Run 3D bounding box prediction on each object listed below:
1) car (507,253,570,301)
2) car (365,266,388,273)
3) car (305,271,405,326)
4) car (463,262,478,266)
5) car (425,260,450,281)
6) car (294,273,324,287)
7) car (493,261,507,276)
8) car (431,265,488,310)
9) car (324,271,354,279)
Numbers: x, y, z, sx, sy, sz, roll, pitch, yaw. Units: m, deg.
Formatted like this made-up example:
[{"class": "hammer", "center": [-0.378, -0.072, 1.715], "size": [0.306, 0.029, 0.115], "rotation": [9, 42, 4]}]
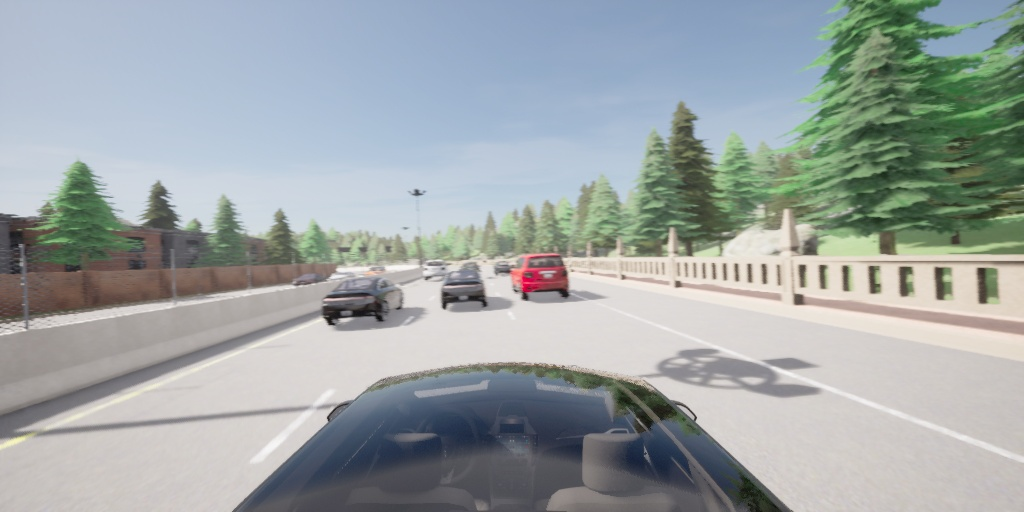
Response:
[{"class": "car", "center": [1.241, 0.933, 17.601], "size": [2.150, 2.045, 5.566], "rotation": [-3, 0, -6]}, {"class": "car", "center": [-15.189, 2.003, 40.186], "size": [2.097, 1.767, 4.553], "rotation": [-3, 0, -6]}, {"class": "car", "center": [-5.348, 1.552, 13.427], "size": [2.128, 1.511, 4.902], "rotation": [-3, 0, -6]}, {"class": "car", "center": [-4.112, 1.384, 35.860], "size": [2.097, 1.767, 4.553], "rotation": [-3, 0, -6]}, {"class": "car", "center": [-7.814, 1.459, 37.647], "size": [2.150, 2.045, 5.566], "rotation": [-3, 0, -6]}, {"class": "car", "center": [-22.128, 2.616, 39.449], "size": [1.994, 1.385, 4.181], "rotation": [-3, 0, -6]}, {"class": "car", "center": [-1.044, 1.367, 40.300], "size": [2.128, 1.511, 4.902], "rotation": [-3, 0, -6]}, {"class": "car", "center": [-2.097, 1.381, 16.013], "size": [2.128, 1.511, 4.902], "rotation": [-3, 0, -6]}, {"class": "car", "center": [-18.652, 2.398, 39.803], "size": [1.812, 1.442, 4.674], "rotation": [-3, 0, -6]}]
